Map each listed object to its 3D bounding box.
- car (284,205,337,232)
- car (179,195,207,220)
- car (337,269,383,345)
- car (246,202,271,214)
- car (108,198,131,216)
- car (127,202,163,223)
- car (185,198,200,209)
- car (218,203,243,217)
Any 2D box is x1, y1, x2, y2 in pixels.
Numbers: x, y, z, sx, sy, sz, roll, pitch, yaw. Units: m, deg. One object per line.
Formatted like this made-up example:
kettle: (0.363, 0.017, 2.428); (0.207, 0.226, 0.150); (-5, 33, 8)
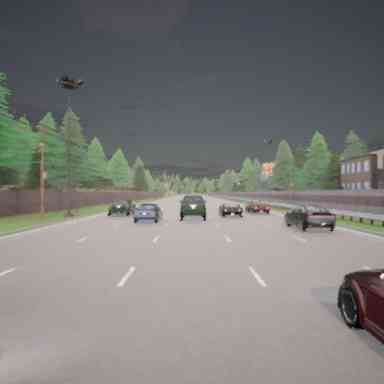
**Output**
car: (7.099, 1.540, 20.399); (2.128, 1.511, 4.902); (0, 0, 0)
car: (0.100, 1.289, 28.587); (2.150, 2.045, 5.566); (0, 0, 0)
car: (3.598, 1.574, 4.314); (1.994, 1.385, 4.181); (0, 0, 0)
car: (7.096, 1.684, 36.193); (1.895, 1.301, 4.718); (0, 0, 0)
car: (-6.901, 1.428, 33.416); (2.097, 1.767, 4.553); (0, 0, 0)
car: (-3.402, 1.608, 26.249); (2.033, 1.411, 5.357); (0, 0, 0)
car: (0.100, 1.661, 49.079); (2.033, 1.411, 5.357); (0, 0, 0)
car: (3.599, 1.674, 31.701); (1.895, 1.301, 4.718); (0, 0, 0)
